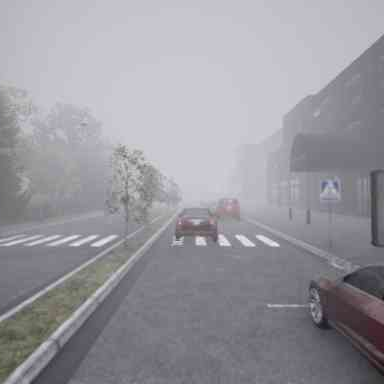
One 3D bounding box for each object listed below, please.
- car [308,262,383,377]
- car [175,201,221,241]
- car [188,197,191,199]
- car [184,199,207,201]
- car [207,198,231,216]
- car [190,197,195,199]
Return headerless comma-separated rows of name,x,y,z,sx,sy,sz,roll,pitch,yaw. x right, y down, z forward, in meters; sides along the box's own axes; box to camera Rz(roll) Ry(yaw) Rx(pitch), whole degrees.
car,3.060,1.560,4.106,2.163,1.488,4.792,0,-1,0
car,0.230,1.542,18.051,2.097,1.767,4.553,0,-1,0
car,0.974,2.313,92.975,2.097,1.535,5.008,0,0,-6
car,0.374,1.839,36.099,1.882,1.535,5.008,0,-1,0
car,3.379,1.911,42.887,2.231,1.521,4.892,0,-1,0
car,1.531,2.277,87.441,2.231,1.521,4.892,0,0,-5
